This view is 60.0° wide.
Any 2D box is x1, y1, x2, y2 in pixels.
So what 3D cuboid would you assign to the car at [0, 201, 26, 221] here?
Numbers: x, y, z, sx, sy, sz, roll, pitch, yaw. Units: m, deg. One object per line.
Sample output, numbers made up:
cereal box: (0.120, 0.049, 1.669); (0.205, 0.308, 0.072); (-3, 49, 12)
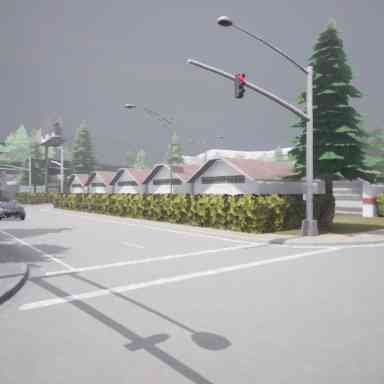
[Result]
car: (-15.047, 1.476, 27.158); (2.033, 1.411, 5.357); (0, 0, -38)
